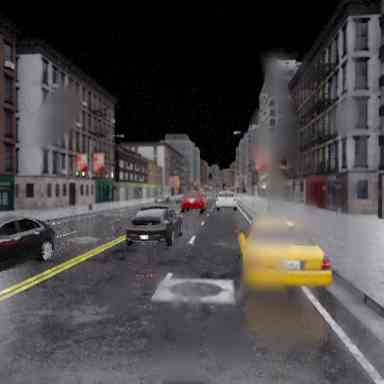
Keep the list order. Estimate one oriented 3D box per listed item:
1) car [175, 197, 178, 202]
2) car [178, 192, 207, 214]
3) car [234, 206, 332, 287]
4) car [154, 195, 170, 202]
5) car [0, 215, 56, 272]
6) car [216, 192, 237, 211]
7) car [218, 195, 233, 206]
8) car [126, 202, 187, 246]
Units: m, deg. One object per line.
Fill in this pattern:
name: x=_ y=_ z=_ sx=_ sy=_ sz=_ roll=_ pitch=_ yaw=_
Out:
car: x=-1.451 y=1.174 z=51.289 sx=1.837 sy=1.490 sz=4.892 roll=0 pitch=0 yaw=6
car: x=0.266 y=1.001 z=33.273 sx=2.150 sy=2.045 sz=5.566 roll=0 pitch=0 yaw=6
car: x=2.225 y=1.399 z=9.158 sx=1.801 sy=1.575 sz=5.366 roll=0 pitch=0 yaw=6
car: x=-4.640 y=1.152 z=52.074 sx=2.128 sy=1.511 sz=4.902 roll=0 pitch=0 yaw=6
car: x=-5.556 y=1.443 z=9.075 sx=1.837 sy=1.490 sz=4.892 roll=0 pitch=0 yaw=6
car: x=3.920 y=0.982 z=37.628 sx=2.150 sy=2.045 sz=5.566 roll=0 pitch=0 yaw=6
car: x=4.876 y=1.240 z=48.290 sx=2.033 sy=1.411 sz=5.357 roll=0 pitch=0 yaw=6
car: x=-1.534 y=1.409 z=14.794 sx=1.837 sy=1.490 sz=4.892 roll=0 pitch=0 yaw=6
